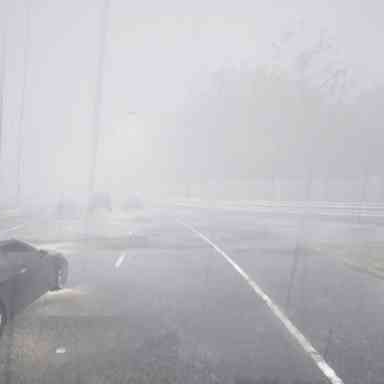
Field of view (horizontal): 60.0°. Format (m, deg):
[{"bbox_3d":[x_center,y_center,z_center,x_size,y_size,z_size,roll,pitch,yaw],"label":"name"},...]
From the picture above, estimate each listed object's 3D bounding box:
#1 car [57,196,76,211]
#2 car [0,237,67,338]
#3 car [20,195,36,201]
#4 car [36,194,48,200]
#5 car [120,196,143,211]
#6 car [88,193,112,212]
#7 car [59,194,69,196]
[{"bbox_3d":[-14.676,1.468,38.849,1.994,1.385,4.181,0,0,-22],"label":"car"},{"bbox_3d":[-3.755,1.520,5.911,1.812,1.442,4.674,0,0,-3],"label":"car"},{"bbox_3d":[-36.948,1.285,73.476,4.718,1.301,1.895,0,0,44],"label":"car"},{"bbox_3d":[-34.397,1.187,75.873,4.674,1.442,1.812,0,0,44],"label":"car"},{"bbox_3d":[-7.110,1.210,38.600,2.097,1.767,4.553,0,0,-20],"label":"car"},{"bbox_3d":[-10.338,1.105,37.355,2.150,2.045,5.566,0,0,-20],"label":"car"},{"bbox_3d":[-29.965,1.149,78.070,1.812,1.442,4.674,-1,0,-31],"label":"car"}]
